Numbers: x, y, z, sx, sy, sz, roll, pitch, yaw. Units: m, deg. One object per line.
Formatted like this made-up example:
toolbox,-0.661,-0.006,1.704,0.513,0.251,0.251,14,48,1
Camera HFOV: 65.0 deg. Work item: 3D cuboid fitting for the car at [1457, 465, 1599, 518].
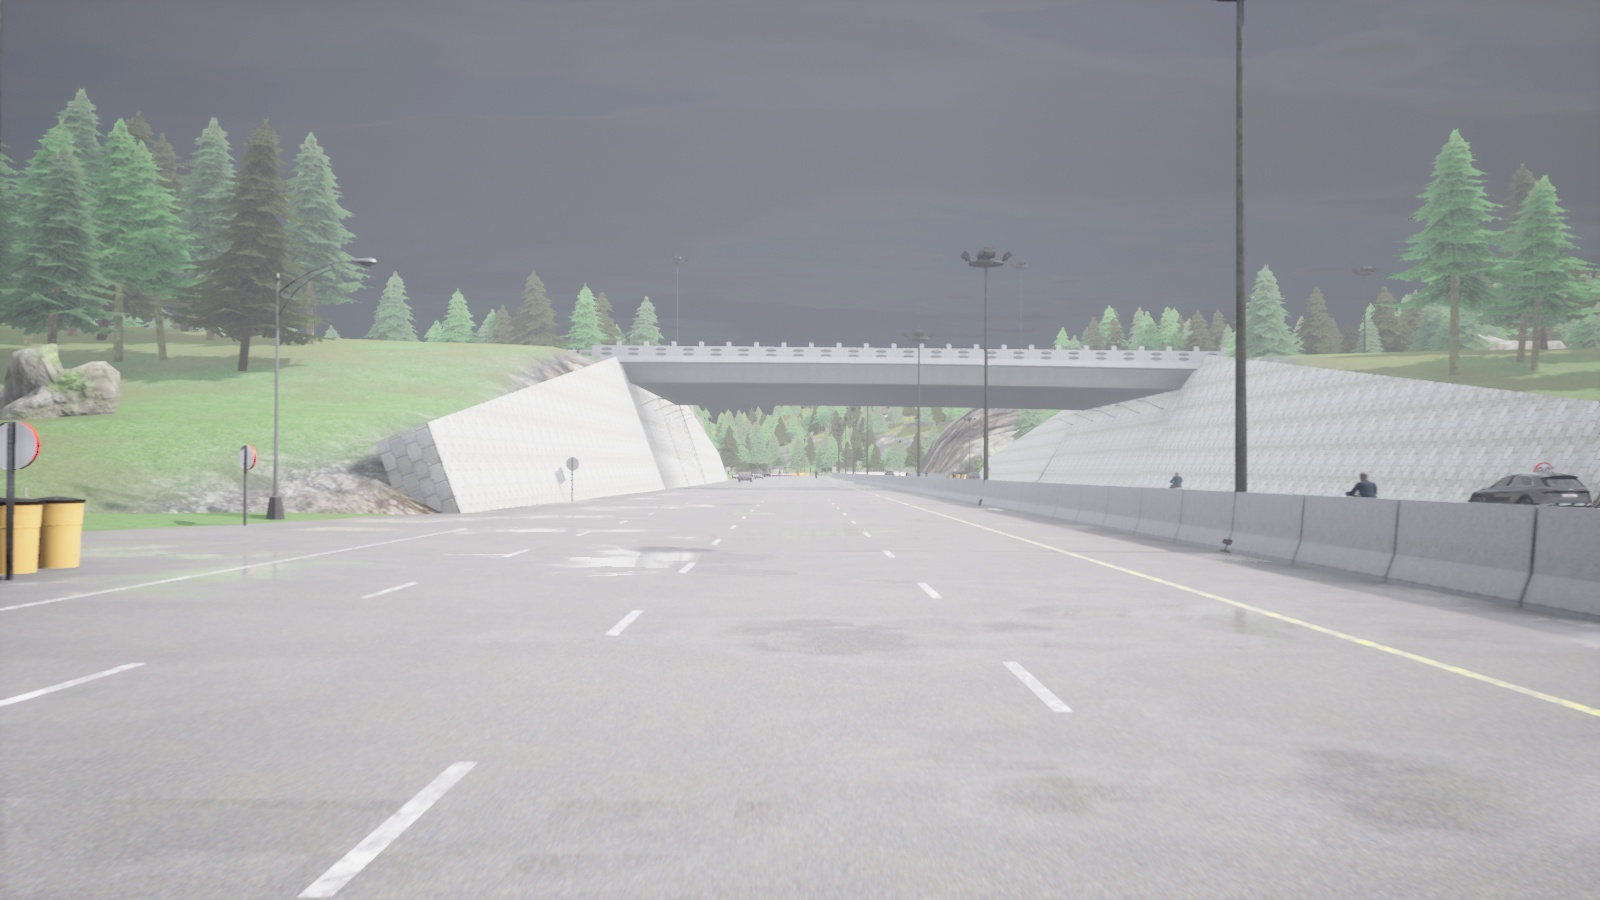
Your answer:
car,24.397,1.354,42.201,2.033,1.649,4.856,0,-1,0
